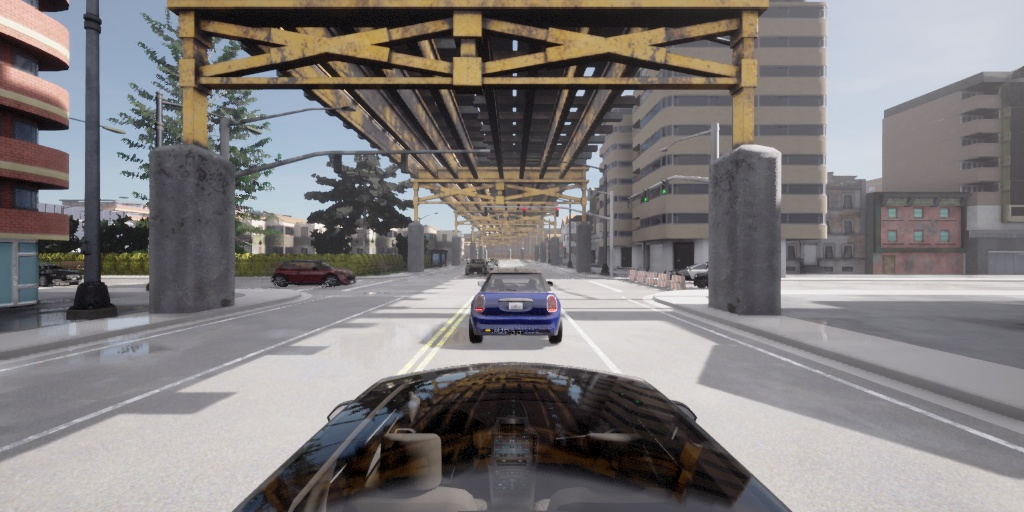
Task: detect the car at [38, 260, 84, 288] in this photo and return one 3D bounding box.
[{"bbox_3d":[-29.950,1.163,22.552,4.892,1.490,1.837,0,0,0],"label":"car"}]

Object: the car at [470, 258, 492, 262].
[{"bbox_3d":[-3.503,1.050,36.789,2.097,1.767,4.553,0,0,1],"label":"car"}]

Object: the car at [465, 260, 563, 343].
[{"bbox_3d":[0.100,1.093,9.843,2.097,1.767,4.553,0,0,1],"label":"car"}]

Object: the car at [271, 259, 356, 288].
[{"bbox_3d":[-12.364,1.048,22.576,4.553,1.767,2.097,0,0,-2],"label":"car"}]
